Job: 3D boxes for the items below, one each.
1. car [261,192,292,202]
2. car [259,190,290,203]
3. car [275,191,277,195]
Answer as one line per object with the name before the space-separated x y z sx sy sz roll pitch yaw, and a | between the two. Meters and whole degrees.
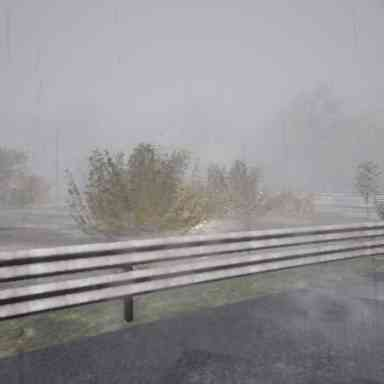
car | 13.862 0.797 54.334 4.718 1.301 1.895 1 1 19
car | 12.662 0.610 51.041 4.553 1.767 2.097 1 1 19
car | 11.587 0.831 47.713 4.902 1.511 2.128 1 1 19
